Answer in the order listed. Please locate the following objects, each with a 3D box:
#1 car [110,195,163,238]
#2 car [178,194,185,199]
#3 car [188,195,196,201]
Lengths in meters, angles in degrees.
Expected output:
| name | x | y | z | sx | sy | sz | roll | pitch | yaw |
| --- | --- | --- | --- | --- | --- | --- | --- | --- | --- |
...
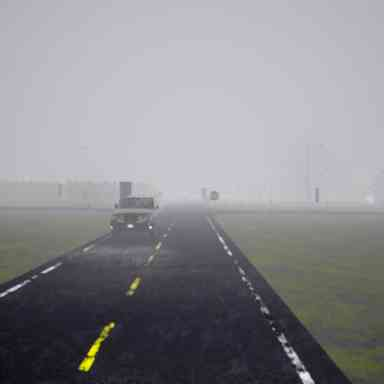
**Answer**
| name | x | y | z | sx | sy | sz | roll | pitch | yaw |
| --- | --- | --- | --- | --- | --- | --- | --- | --- | --- |
| car | -2.829 | 1.213 | 18.102 | 2.150 | 2.045 | 5.566 | 0 | 0 | 0 |
| car | -2.743 | 1.277 | 90.374 | 1.895 | 1.301 | 4.718 | 0 | 0 | 0 |
| car | 0.007 | 1.532 | 85.809 | 1.882 | 1.535 | 5.008 | 0 | 0 | 0 |
